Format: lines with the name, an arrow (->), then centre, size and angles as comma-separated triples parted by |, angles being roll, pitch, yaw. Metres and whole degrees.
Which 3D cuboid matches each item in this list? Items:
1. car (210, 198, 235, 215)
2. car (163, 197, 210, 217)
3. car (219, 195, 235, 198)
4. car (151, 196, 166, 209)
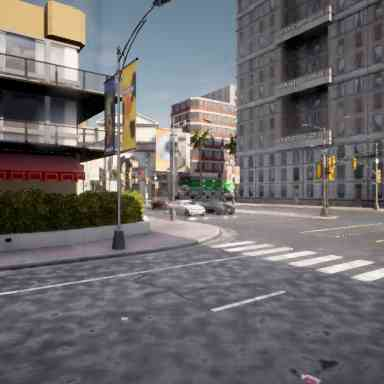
car -> 2.449, 1.564, 33.837 | 1.994, 1.385, 4.181 | 0, 0, -35
car -> -0.623, 1.526, 32.117 | 1.812, 1.442, 4.674 | 0, 0, -35
car -> 9.006, 1.500, 85.629 | 4.892, 1.490, 1.837 | 0, 0, -35
car -> -3.417, 1.352, 42.211 | 2.097, 1.767, 4.553 | 0, 0, -35
